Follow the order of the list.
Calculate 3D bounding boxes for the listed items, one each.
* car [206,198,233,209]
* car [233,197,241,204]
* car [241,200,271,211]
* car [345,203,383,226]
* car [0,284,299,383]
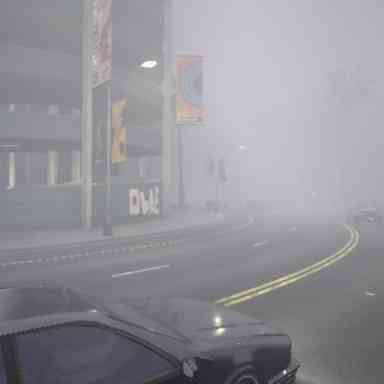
[{"bbox_3d":[3.820,1.884,51.680,2.033,1.411,5.357,0,0,-20],"label":"car"},{"bbox_3d":[9.632,1.998,75.409,2.231,1.521,4.892,0,0,-20],"label":"car"},{"bbox_3d":[9.190,1.830,46.410,2.128,1.511,4.902,1,0,-16],"label":"car"},{"bbox_3d":[13.365,1.768,25.990,1.812,1.442,4.674,0,0,14],"label":"car"},{"bbox_3d":[-1.398,1.553,2.634,5.357,1.411,2.033,1,0,-39],"label":"car"}]
